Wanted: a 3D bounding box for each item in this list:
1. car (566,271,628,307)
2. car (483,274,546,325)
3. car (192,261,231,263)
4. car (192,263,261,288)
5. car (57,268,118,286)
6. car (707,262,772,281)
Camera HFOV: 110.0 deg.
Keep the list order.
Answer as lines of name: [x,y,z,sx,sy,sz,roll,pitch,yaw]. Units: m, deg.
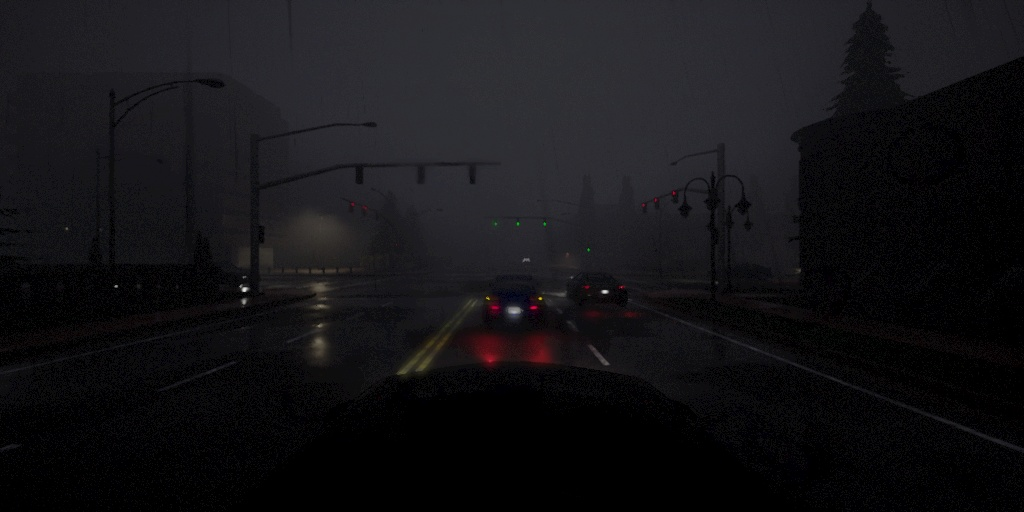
car: [3.588,1.355,15.777,1.994,1.385,4.181,0,0,0]
car: [0.081,1.306,11.877,1.812,1.442,4.674,0,0,0]
car: [-22.199,1.177,27.311,4.553,1.767,2.097,0,0,0]
car: [-19.316,1.340,23.832,4.674,1.442,1.812,0,0,0]
car: [-28.422,1.415,23.819,4.718,1.301,1.895,0,0,0]
car: [19.373,1.313,30.682,5.008,1.535,1.882,0,0,-1]
